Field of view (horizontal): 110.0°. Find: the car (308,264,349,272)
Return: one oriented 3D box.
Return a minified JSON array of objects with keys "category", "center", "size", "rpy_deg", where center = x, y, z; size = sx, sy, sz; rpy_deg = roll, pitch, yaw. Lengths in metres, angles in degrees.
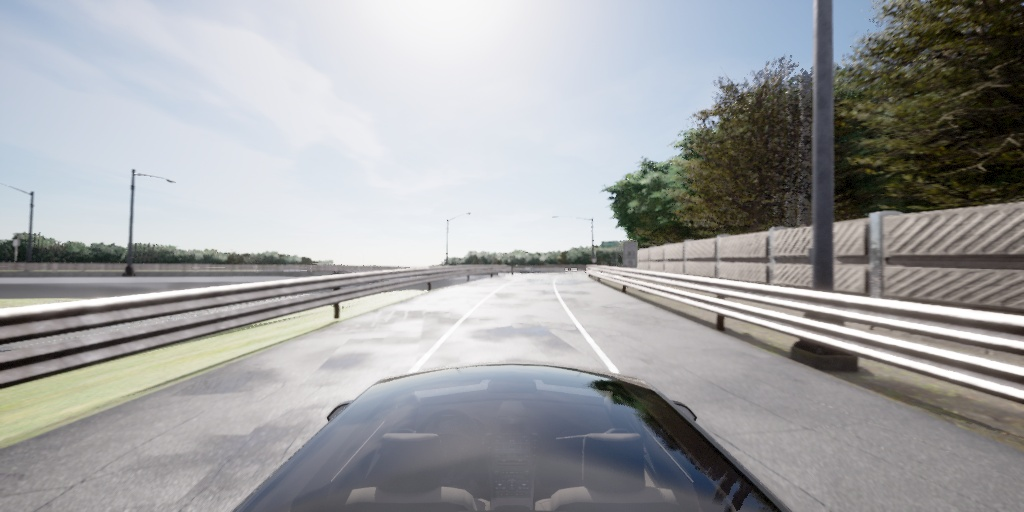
[{"category":"car","center":[-23.353,1.739,45.658],"size":[4.674,1.442,1.812],"rpy_deg":[1,-2,-32]}]
